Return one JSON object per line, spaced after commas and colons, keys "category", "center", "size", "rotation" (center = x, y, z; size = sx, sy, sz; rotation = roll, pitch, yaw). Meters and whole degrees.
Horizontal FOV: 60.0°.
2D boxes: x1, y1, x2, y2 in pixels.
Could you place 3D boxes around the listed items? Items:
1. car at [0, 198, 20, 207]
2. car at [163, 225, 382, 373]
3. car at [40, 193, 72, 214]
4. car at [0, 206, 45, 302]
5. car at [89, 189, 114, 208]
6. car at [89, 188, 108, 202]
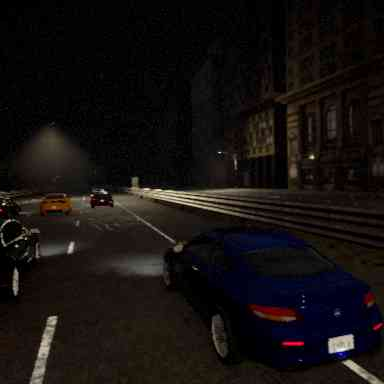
{"category": "car", "center": [-12.989, 1.083, 22.335], "size": [2.033, 1.411, 5.357], "rotation": [-2, 2, -17]}
{"category": "car", "center": [0.788, 1.274, 5.494], "size": [1.812, 1.442, 4.674], "rotation": [-2, 2, -17]}
{"category": "car", "center": [-10.180, 0.842, 25.052], "size": [1.882, 1.535, 5.008], "rotation": [-2, 2, -17]}
{"category": "car", "center": [-4.654, 1.328, 7.405], "size": [1.837, 1.490, 4.892], "rotation": [-2, 2, -17]}
{"category": "car", "center": [-8.314, 0.684, 30.685], "size": [1.994, 1.385, 4.181], "rotation": [-2, 2, -16]}
{"category": "car", "center": [-11.610, 0.352, 41.150], "size": [2.128, 1.511, 4.902], "rotation": [-2, 2, -17]}
